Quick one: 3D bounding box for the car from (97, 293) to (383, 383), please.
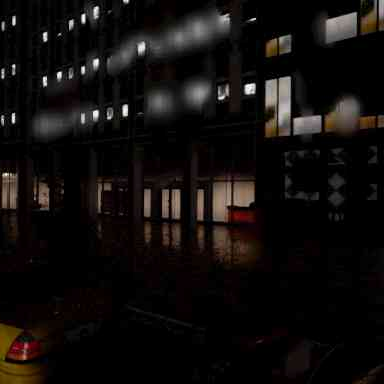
[{"bbox_3d":[1.673,1.440,1.666,4.097,1.590,1.967,0,1,36],"label":"car"}]

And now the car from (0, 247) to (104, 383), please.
[{"bbox_3d":[-3.085,1.524,5.075,4.829,1.417,1.752,0,1,36],"label":"car"}]
